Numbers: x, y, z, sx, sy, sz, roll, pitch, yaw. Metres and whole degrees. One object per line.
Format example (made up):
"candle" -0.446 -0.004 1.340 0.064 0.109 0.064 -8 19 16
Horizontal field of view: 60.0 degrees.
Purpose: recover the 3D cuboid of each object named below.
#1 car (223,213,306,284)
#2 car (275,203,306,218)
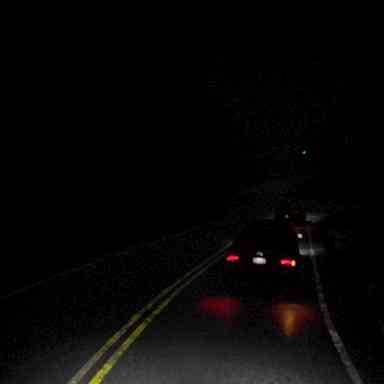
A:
"car" 2.226 1.586 9.853 2.033 1.411 5.357 1 0 17
"car" 7.626 1.545 25.525 1.882 1.535 5.008 1 0 23
